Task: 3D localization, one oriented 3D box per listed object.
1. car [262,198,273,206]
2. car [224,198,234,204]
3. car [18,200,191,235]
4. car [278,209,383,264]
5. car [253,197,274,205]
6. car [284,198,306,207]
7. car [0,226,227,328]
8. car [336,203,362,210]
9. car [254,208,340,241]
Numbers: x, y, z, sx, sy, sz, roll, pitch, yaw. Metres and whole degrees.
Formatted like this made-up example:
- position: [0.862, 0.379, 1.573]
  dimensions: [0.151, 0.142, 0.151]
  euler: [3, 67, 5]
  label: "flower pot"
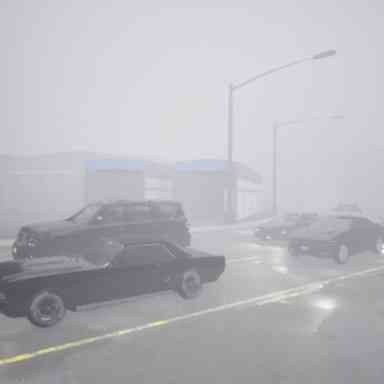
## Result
- position: [15.020, 2.088, 74.450]
  dimensions: [2.097, 1.767, 4.553]
  euler: [1, -1, -35]
  label: "car"
- position: [9.816, 2.235, 81.750]
  dimensions: [1.837, 1.490, 4.892]
  euler: [1, -1, -35]
  label: "car"
- position: [-2.606, 1.276, 10.756]
  dimensions: [5.566, 2.045, 2.150]
  euler: [1, -1, -36]
  label: "car"
- position: [5.638, 1.634, 12.764]
  dimensions: [5.008, 1.535, 1.882]
  euler: [1, -1, -41]
  label: "car"
- position: [16.786, 2.133, 78.003]
  dimensions: [2.097, 1.767, 4.553]
  euler: [1, -1, -35]
  label: "car"
- position: [21.815, 2.131, 70.928]
  dimensions: [2.097, 1.767, 4.553]
  euler: [1, -1, -35]
  label: "car"
- position: [-1.625, 1.638, 7.144]
  dimensions: [4.718, 1.301, 1.895]
  euler: [1, -1, -34]
  label: "car"
- position: [11.759, 1.668, 25.219]
  dimensions: [2.097, 1.767, 4.553]
  euler: [0, -1, 30]
  label: "car"
- position: [5.424, 1.735, 17.109]
  dimensions: [5.357, 1.411, 2.033]
  euler: [1, -1, -44]
  label: "car"
